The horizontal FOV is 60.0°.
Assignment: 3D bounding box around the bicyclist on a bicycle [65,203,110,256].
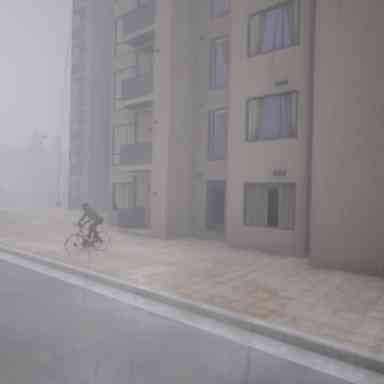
[{"bbox_3d":[-3.297,1.169,10.650,0.582,1.620,1.656,2,0,39],"label":"bicyclist on a bicycle"}]
